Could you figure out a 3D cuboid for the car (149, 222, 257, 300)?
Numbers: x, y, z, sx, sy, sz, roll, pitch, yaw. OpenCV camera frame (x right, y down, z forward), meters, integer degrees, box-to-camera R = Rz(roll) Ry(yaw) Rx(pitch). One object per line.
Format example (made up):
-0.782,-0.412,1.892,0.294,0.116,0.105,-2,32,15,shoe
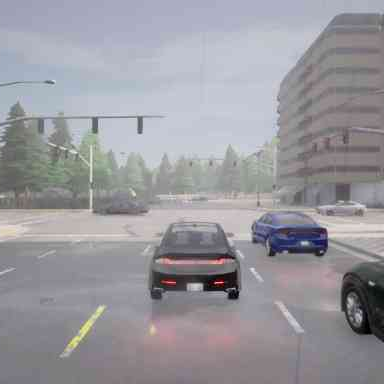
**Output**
0.068,1.491,8.389,2.128,1.511,4.902,0,0,0,car

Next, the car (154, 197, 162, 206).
-6.388,1.564,56.528,1.994,1.385,4.181,0,0,5,car

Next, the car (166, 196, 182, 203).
-3.622,1.525,68.071,1.812,1.442,4.674,0,0,21,car

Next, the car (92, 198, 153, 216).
-6.766,1.582,31.976,5.357,1.411,2.033,0,0,0,car

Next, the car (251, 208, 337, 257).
3.588,1.478,13.034,1.882,1.535,5.008,0,0,0,car

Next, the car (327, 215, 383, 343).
3.601,1.352,3.883,2.097,1.767,4.553,0,0,0,car

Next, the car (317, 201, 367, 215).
14.309,1.581,31.928,4.674,1.442,1.812,0,0,-3,car

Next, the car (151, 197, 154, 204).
-7.021,1.547,46.592,2.033,1.411,5.357,0,0,1,car

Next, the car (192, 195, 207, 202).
1.752,1.524,77.689,1.812,1.442,4.674,0,0,34,car
